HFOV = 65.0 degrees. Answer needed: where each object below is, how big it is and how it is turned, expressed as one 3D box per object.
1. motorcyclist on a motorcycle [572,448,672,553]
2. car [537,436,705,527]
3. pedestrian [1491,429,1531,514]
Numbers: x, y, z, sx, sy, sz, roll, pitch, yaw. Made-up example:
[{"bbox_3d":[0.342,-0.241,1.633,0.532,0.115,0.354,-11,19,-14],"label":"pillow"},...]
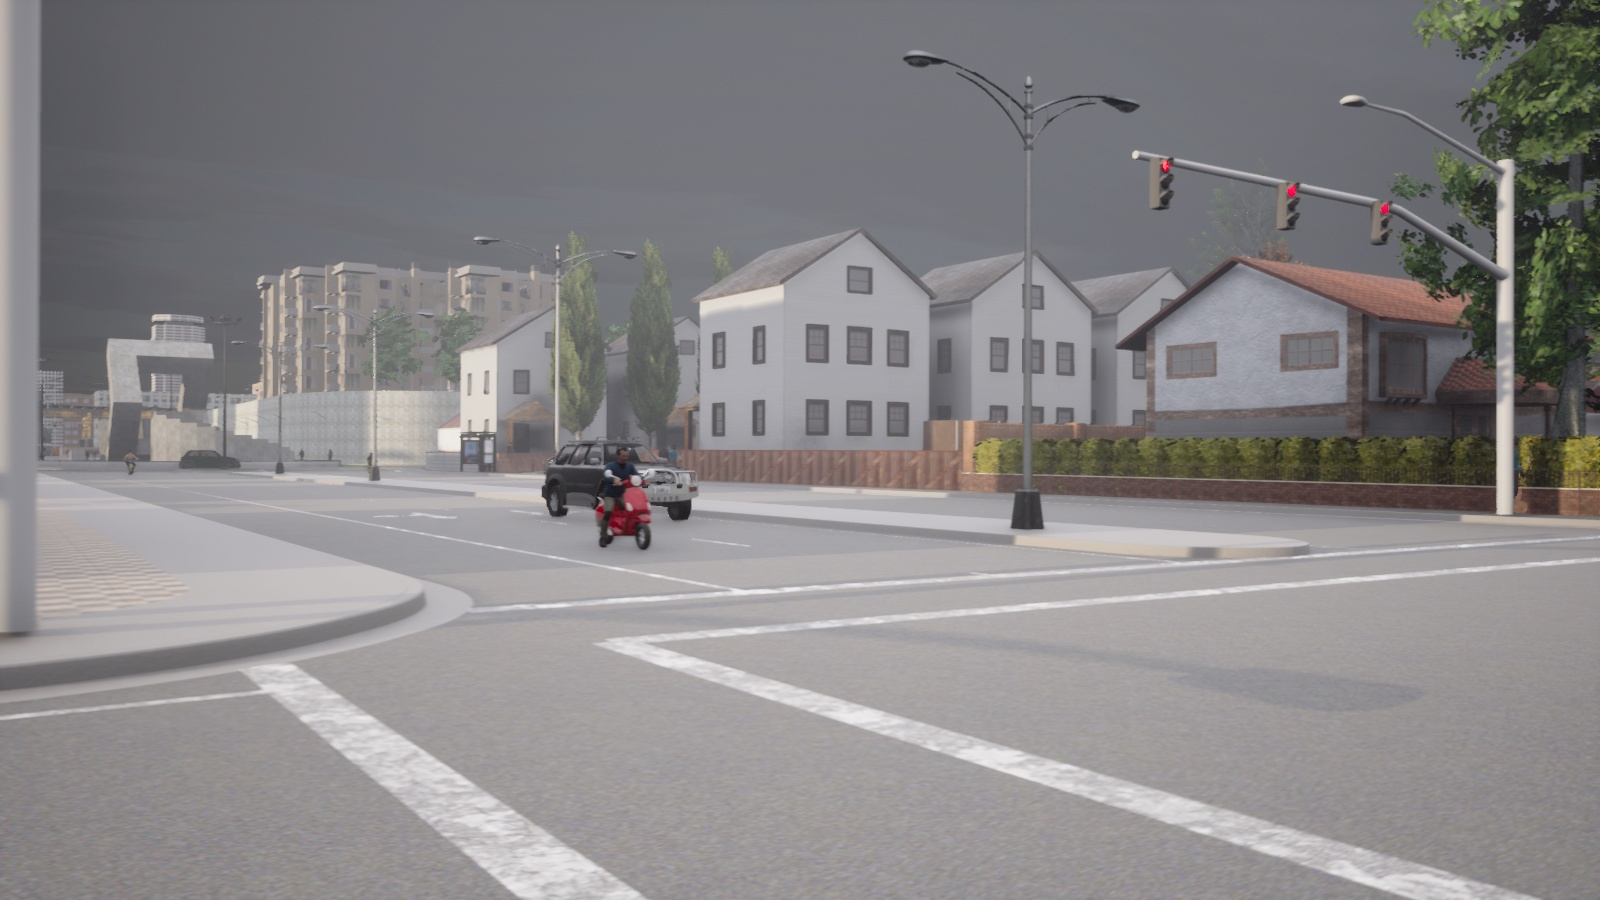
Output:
[{"bbox_3d":[-2.844,0.766,19.947,0.866,1.590,1.817,0,0,-34],"label":"motorcyclist on a motorcycle"},{"bbox_3d":[-4.115,0.658,28.175,1.932,1.855,4.605,0,0,-34],"label":"car"},{"bbox_3d":[16.281,0.483,28.750,0.396,1.930,0.692,0,0,-35],"label":"pedestrian"}]
